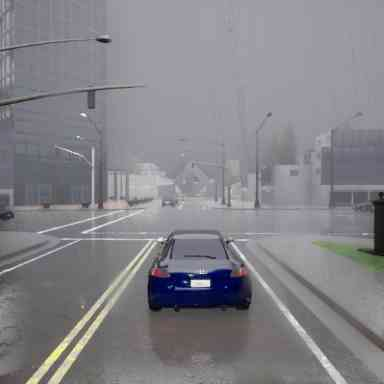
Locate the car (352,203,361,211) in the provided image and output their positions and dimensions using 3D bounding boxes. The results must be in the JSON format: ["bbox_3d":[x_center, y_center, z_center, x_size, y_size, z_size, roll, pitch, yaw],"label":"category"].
[{"bbox_3d":[20.364,1.479,37.209,4.674,1.442,1.812,0,0,0],"label":"car"}]

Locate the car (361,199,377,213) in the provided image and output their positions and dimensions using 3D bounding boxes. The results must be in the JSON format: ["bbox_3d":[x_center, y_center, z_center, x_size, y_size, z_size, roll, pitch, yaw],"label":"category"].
[{"bbox_3d":[20.214,1.553,33.718,4.718,1.301,1.895,0,0,0],"label":"car"}]

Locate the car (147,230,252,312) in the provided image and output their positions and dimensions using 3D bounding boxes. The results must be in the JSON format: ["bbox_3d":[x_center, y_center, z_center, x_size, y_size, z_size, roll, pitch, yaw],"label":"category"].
[{"bbox_3d":[0.089,1.564,7.814,1.994,1.385,4.181,0,0,-2],"label":"car"}]

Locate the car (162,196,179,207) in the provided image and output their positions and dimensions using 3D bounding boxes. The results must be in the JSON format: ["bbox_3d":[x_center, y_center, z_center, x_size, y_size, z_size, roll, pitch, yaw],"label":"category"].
[{"bbox_3d":[-3.580,1.491,51.290,2.128,1.511,4.902,0,0,0],"label":"car"}]

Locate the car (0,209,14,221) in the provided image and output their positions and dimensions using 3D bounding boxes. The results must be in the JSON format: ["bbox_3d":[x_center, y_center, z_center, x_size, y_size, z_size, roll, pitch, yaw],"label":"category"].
[{"bbox_3d":[-16.392,1.672,26.225,4.181,1.385,1.994,-1,0,0],"label":"car"}]

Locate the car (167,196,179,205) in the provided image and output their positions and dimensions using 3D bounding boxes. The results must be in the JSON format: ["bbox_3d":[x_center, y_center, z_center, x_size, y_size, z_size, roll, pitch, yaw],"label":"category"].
[{"bbox_3d":[-3.533,1.504,61.688,1.837,1.490,4.892,0,0,0],"label":"car"}]
